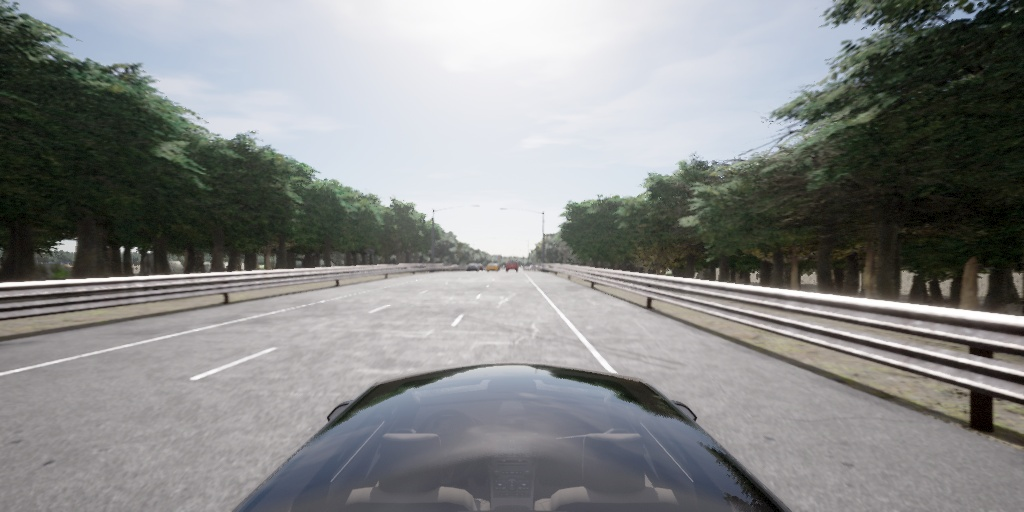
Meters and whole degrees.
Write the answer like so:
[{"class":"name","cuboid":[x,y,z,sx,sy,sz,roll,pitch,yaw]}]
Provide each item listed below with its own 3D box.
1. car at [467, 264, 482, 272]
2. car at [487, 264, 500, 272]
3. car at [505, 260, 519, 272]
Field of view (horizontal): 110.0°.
[{"class":"car","cuboid":[-6.996,2.125,64.478,1.837,1.490,4.892,0,-2,0]},{"class":"car","cuboid":[-3.496,2.101,64.479,1.882,1.535,5.008,0,-2,0]},{"class":"car","cuboid":[0.004,1.848,64.518,2.150,2.045,5.566,0,-2,0]}]
